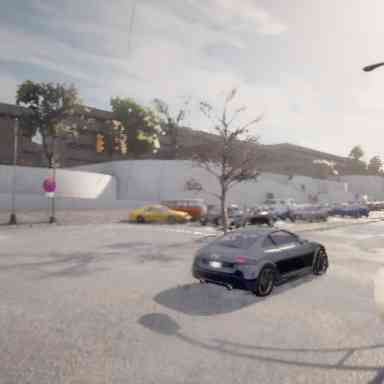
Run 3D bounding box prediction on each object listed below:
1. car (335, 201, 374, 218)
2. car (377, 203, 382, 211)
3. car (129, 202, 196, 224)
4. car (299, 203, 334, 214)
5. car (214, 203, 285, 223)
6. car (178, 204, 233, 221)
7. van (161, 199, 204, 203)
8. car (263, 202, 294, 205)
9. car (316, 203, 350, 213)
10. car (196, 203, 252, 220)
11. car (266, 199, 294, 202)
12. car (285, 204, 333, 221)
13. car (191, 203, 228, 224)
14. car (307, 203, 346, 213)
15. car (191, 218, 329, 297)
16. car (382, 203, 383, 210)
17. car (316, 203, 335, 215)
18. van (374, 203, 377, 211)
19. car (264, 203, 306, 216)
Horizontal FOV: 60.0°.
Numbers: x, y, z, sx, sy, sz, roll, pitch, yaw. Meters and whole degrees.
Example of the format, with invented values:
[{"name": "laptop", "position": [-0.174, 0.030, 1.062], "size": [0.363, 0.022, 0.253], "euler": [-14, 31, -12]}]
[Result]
[{"name": "car", "position": [18.498, 2.130, 37.775], "size": [5.008, 1.535, 1.882], "euler": [2, -2, -45]}, {"name": "car", "position": [33.118, 2.871, 63.555], "size": [4.674, 1.452, 2.002], "euler": [-1, -2, 25]}, {"name": "car", "position": [-2.719, 1.803, 27.792], "size": [5.366, 1.575, 1.946], "euler": [-1, -2, 25]}, {"name": "car", "position": [18.289, 2.406, 48.855], "size": [4.674, 1.452, 2.002], "euler": [-1, -2, 25]}, {"name": "car", "position": [4.166, 1.783, 23.630], "size": [4.902, 1.511, 2.128], "euler": [1, -1, -45]}, {"name": "car", "position": [1.320, 1.939, 32.075], "size": [4.792, 1.488, 2.163], "euler": [-1, -1, 25]}, {"name": "van", "position": [-0.663, 1.632, 29.926], "size": [4.442, 1.987, 1.878], "euler": [-1, -2, 25]}, {"name": "car", "position": [9.096, 2.009, 32.705], "size": [4.674, 1.442, 1.812], "euler": [1, -1, -44]}, {"name": "car", "position": [22.494, 2.534, 53.067], "size": [4.792, 1.488, 2.163], "euler": [-1, -2, 25]}, {"name": "car", "position": [3.297, 1.959, 34.243], "size": [5.366, 1.575, 1.946], "euler": [-1, -1, 25]}, {"name": "car", "position": [9.789, 1.869, 40.479], "size": [5.566, 2.045, 2.435], "euler": [-1, -2, 25]}, {"name": "car", "position": [10.514, 2.007, 29.896], "size": [4.181, 1.385, 1.994], "euler": [1, -1, -43]}, {"name": "car", "position": [2.520, 1.830, 26.217], "size": [4.892, 1.490, 1.837], "euler": [1, -1, -45]}, {"name": "car", "position": [20.573, 2.428, 50.882], "size": [5.366, 1.575, 1.946], "euler": [-1, -2, 25]}, {"name": "car", "position": [1.933, 1.610, 8.828], "size": [4.181, 1.385, 1.994], "euler": [1, -1, -45]}, {"name": "car", "position": [35.206, 2.917, 65.670], "size": [4.792, 1.488, 2.163], "euler": [-1, -2, 25]}, {"name": "car", "position": [16.820, 2.234, 40.322], "size": [5.357, 1.411, 2.033], "euler": [2, -2, -44]}, {"name": "van", "position": [31.108, 2.548, 61.425], "size": [4.442, 1.987, 1.878], "euler": [-1, -2, 25]}, {"name": "car", "position": [11.932, 2.180, 42.573], "size": [4.892, 1.521, 2.231], "euler": [-1, -2, 25]}]
